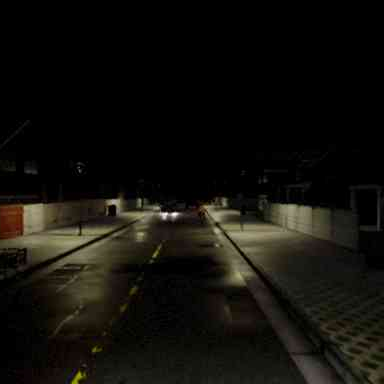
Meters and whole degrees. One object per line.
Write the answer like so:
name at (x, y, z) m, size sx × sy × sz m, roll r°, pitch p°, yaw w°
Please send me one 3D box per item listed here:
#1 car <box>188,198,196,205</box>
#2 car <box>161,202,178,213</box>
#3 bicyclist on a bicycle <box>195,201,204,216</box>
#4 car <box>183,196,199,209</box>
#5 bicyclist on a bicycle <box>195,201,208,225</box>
car at (-0.015, 2.161, 74.222) m, size 1.837 × 1.490 × 4.892 m, roll 0°, pitch -1°, yaw 0°
car at (-2.846, 1.945, 42.928) m, size 1.994 × 1.385 × 4.181 m, roll 0°, pitch -1°, yaw 0°
bicyclist on a bicycle at (0.782, 1.751, 35.475) m, size 0.866 × 1.612 × 1.509 m, roll 0°, pitch 0°, yaw 0°
car at (0.065, 1.719, 55.781) m, size 2.150 × 2.045 × 5.566 m, roll 0°, pitch 0°, yaw -1°
bicyclist on a bicycle at (0.781, 1.664, 25.570) m, size 0.866 × 1.612 × 1.509 m, roll 0°, pitch 0°, yaw 0°
